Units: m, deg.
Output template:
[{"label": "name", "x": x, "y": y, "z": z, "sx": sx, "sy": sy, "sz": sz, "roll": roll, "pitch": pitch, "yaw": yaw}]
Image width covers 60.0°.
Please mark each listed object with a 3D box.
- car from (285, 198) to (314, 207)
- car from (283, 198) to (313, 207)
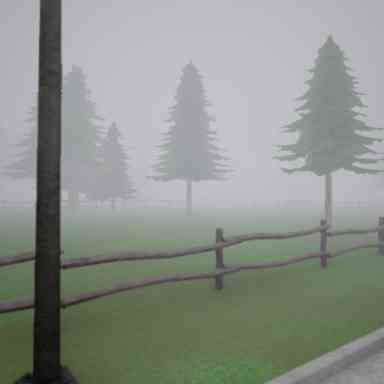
[{"label": "car", "x": 20.538, "y": 2.012, "z": 63.466, "sx": 4.892, "sy": 1.490, "sz": 1.837, "roll": 0, "pitch": 0, "yaw": 30}, {"label": "car", "x": 19.074, "y": 2.004, "z": 60.709, "sx": 4.674, "sy": 1.442, "sz": 1.812, "roll": 0, "pitch": 0, "yaw": 30}]
